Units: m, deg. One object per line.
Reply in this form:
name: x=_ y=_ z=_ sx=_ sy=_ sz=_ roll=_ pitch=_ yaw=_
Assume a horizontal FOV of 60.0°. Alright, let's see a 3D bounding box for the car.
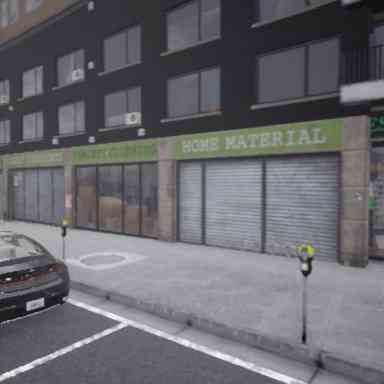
car: x=-4.074 y=1.426 z=6.298 sx=4.403 sy=1.369 sz=2.008 roll=1 pitch=2 yaw=38
